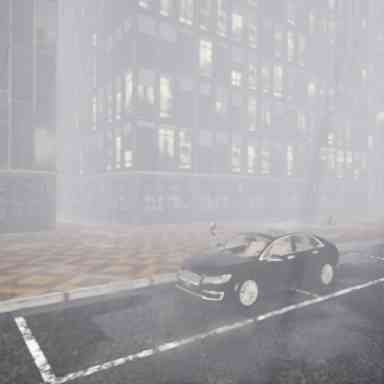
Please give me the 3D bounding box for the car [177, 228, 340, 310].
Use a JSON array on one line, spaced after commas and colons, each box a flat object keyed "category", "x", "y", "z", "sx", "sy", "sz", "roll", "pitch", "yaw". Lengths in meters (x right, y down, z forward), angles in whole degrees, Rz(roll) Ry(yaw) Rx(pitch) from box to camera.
[{"category": "car", "x": 1.703, "y": 1.567, "z": 7.775, "sx": 4.403, "sy": 1.369, "sz": 2.008, "roll": 0, "pitch": 0, "yaw": -36}]
